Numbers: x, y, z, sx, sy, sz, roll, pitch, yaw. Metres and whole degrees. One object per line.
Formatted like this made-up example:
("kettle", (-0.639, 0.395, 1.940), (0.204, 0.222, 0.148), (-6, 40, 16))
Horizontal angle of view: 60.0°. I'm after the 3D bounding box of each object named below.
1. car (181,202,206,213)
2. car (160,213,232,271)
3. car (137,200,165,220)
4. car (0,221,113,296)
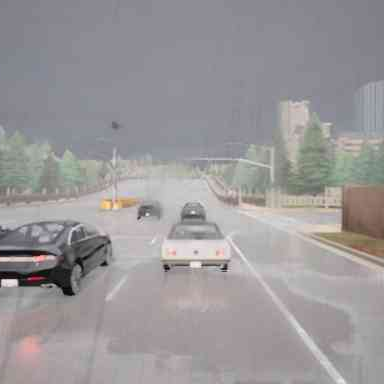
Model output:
("car", (0.104, 1.541, 27.739), (1.994, 1.385, 4.181), (0, 0, 0))
("car", (0.101, 1.592, 10.812), (1.895, 1.301, 4.718), (0, 0, 0))
("car", (-3.395, 1.481, 27.913), (1.837, 1.490, 4.892), (0, 0, 0))
("car", (-3.397, 1.482, 8.584), (2.128, 1.511, 4.902), (0, 0, 0))
